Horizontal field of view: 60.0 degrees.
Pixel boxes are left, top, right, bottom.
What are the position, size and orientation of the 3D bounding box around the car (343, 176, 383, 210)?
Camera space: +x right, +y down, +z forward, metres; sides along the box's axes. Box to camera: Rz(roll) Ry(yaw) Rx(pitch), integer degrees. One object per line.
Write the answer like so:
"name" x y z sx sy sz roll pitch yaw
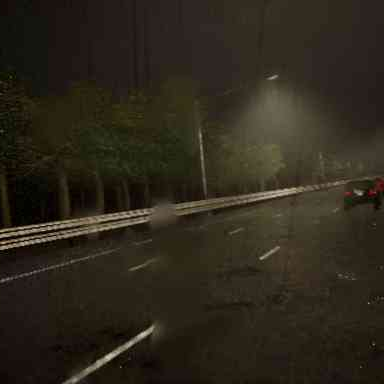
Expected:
"car" 12.210 0.092 23.773 2.150 2.045 5.566 -5 0 31
